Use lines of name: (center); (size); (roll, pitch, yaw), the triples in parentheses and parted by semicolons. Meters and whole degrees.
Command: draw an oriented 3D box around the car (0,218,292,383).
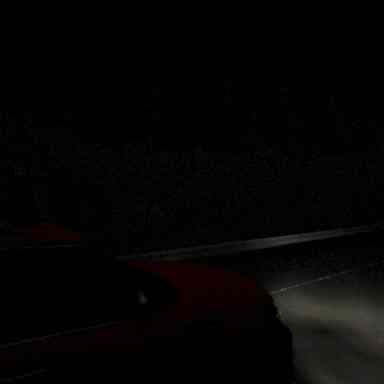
car: (-1.638, 1.221, 2.604); (5.566, 2.045, 2.150); (0, 0, -36)
